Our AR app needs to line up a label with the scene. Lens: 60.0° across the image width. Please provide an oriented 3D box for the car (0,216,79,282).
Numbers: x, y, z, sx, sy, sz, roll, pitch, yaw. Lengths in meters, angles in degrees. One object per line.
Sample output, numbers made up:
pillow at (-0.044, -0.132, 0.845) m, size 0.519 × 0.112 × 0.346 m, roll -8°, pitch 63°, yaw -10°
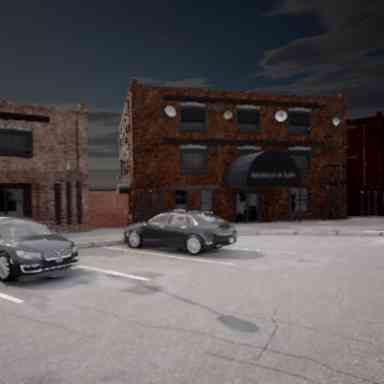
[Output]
car at (-5.353, 1.486, 9.785) m, size 4.892 × 1.521 × 2.231 m, roll -1°, pitch -1°, yaw 34°

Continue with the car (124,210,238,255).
car at (-0.574, 1.482, 13.181) m, size 4.892 × 1.521 × 2.231 m, roll -1°, pitch 0°, yaw 34°
